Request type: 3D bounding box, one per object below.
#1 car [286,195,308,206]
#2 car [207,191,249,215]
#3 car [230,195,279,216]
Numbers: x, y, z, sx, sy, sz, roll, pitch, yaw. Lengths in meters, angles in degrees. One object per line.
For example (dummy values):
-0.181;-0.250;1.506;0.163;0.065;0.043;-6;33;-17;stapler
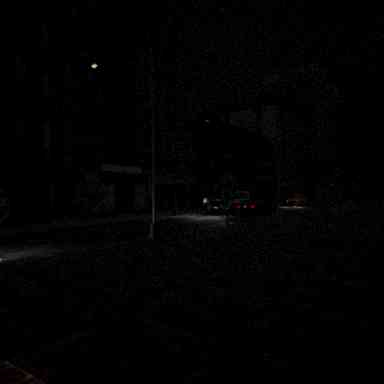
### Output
14.604;1.165;46.094;1.882;1.535;5.008;-1;-1;35;car
3.538;0.941;30.296;2.150;2.045;5.566;-1;0;35;car
5.620;1.208;28.289;2.033;1.411;5.357;-1;0;35;car
